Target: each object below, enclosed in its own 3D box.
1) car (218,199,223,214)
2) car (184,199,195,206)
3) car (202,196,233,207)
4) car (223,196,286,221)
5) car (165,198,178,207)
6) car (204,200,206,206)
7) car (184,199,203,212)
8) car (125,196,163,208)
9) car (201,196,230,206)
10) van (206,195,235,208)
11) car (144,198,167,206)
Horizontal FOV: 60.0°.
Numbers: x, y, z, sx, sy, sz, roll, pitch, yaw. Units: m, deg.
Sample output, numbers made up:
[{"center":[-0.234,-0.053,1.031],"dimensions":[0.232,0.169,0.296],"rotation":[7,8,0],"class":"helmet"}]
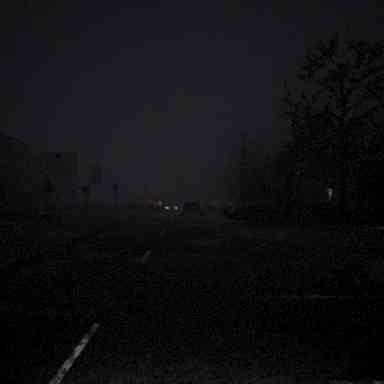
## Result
[{"center":[5.040,1.579,30.092],"dimensions":[4.674,1.452,2.002],"rotation":[0,0,0],"class":"car"},{"center":[-0.402,2.287,70.462],"dimensions":[2.128,1.511,4.902],"rotation":[0,-2,2],"class":"car"},{"center":[4.760,1.723,62.061],"dimensions":[5.566,2.045,2.435],"rotation":[0,-2,-1],"class":"car"},{"center":[5.113,1.405,26.922],"dimensions":[4.553,1.767,2.185],"rotation":[0,0,0],"class":"car"},{"center":[-3.581,1.923,60.250],"dimensions":[1.882,1.535,5.008],"rotation":[0,-1,0],"class":"car"},{"center":[5.047,1.771,53.680],"dimensions":[5.366,1.575,1.946],"rotation":[0,-1,0],"class":"car"},{"center":[-0.017,1.582,40.775],"dimensions":[1.882,1.535,5.008],"rotation":[0,-1,0],"class":"car"},{"center":[-7.571,1.724,51.423],"dimensions":[5.366,1.575,1.946],"rotation":[0,-1,-1],"class":"car"},{"center":[4.687,1.894,67.520],"dimensions":[5.566,2.045,2.435],"rotation":[0,-2,-1],"class":"car"},{"center":[4.770,1.495,50.888],"dimensions":[4.442,1.987,1.878],"rotation":[0,-1,-1],"class":"van"},{"center":[-7.549,2.081,69.520],"dimensions":[4.553,1.767,2.185],"rotation":[0,-2,-1],"class":"car"}]
